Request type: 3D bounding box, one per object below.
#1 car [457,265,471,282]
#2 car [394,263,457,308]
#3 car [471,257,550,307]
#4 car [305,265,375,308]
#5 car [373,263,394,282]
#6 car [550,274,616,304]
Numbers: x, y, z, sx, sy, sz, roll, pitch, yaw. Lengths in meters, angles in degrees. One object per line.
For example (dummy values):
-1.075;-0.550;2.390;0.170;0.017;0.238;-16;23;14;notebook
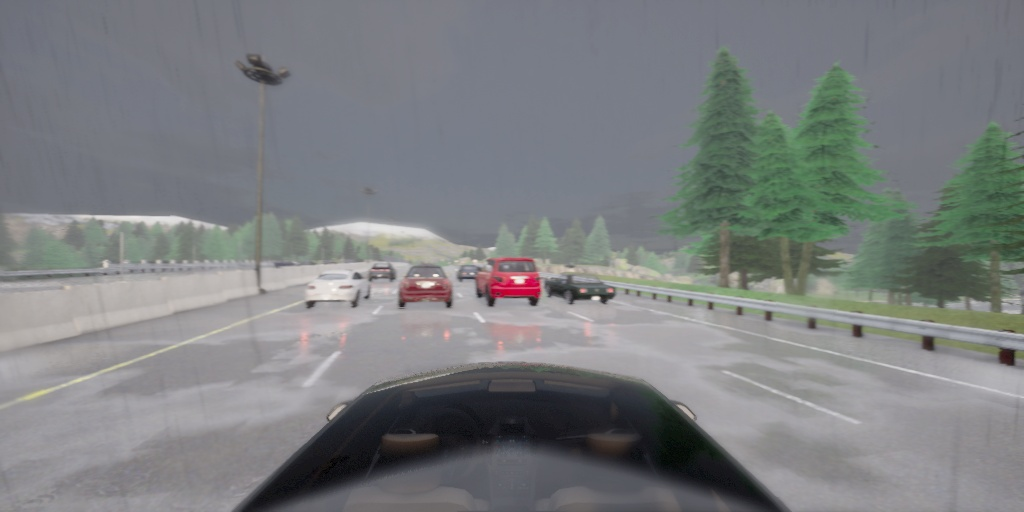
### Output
-3.758;1.471;30.993;2.033;1.411;5.357;1;0;-13;car
-3.754;1.158;15.703;2.097;1.767;4.553;1;-1;-13;car
-0.330;1.074;16.433;2.150;2.045;5.566;1;0;-13;car
-7.229;1.286;15.190;1.812;1.442;4.674;1;0;-13;car
-10.639;1.319;29.695;2.128;1.511;4.902;1;0;-13;car
3.046;1.508;17.345;1.895;1.301;4.718;1;0;-13;car
